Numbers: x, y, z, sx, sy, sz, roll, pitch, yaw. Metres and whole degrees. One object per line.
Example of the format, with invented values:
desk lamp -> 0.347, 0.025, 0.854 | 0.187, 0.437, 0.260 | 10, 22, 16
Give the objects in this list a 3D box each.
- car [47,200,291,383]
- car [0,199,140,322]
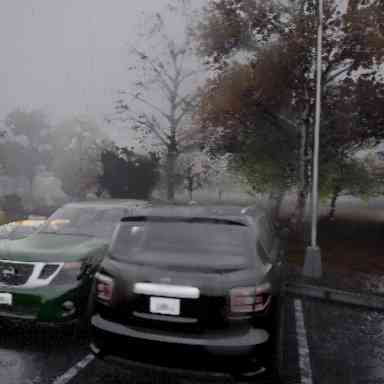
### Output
car -> 0.456, 1.218, 5.776 | 2.435, 2.045, 5.566 | 0, -1, 16
car -> -1.958, 1.204, 7.433 | 2.435, 2.045, 5.566 | 1, 0, 15
